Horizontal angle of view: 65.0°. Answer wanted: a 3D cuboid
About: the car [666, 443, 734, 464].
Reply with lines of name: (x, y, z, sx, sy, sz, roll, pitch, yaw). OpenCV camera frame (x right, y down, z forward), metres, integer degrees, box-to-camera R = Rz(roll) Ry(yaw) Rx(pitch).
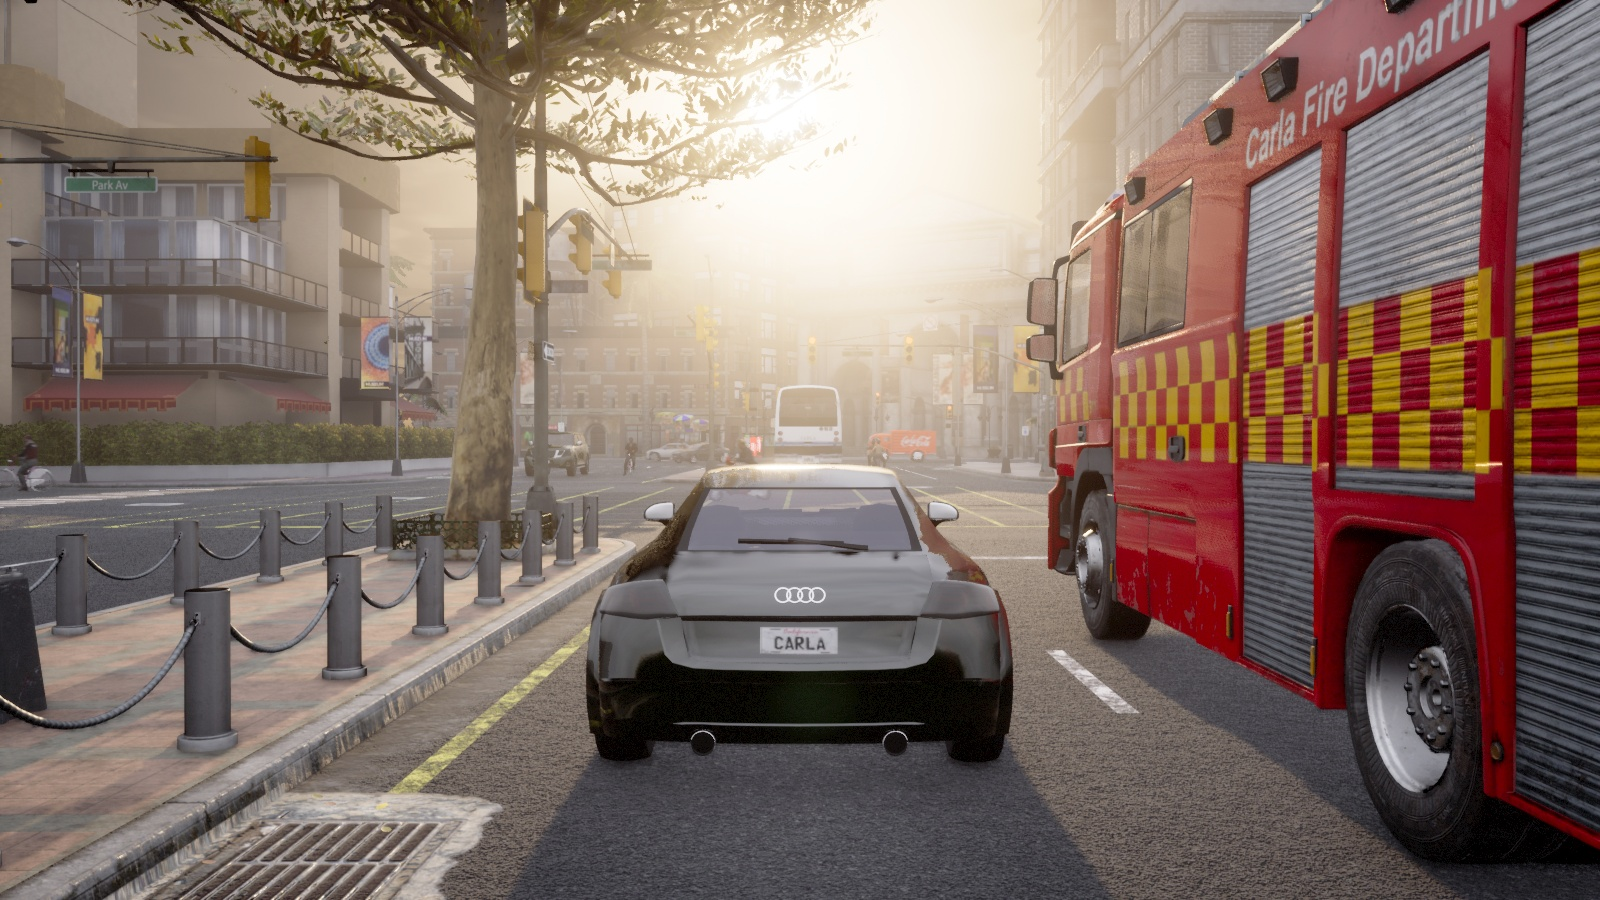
car: (-7.214, 0.234, 90.691, 1.837, 1.490, 4.892, 0, 0, 45)

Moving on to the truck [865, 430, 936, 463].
truck: (7.611, -0.267, 95.754, 5.204, 2.467, 2.627, 1, 0, 1)

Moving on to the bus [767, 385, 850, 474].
bus: (0.433, -0.997, 65.120, 3.944, 4.253, 10.273, 0, 0, 0)

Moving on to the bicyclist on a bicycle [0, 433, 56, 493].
bicyclist on a bicycle: (-23.458, 0.385, 37.715, 1.843, 1.776, 0.659, 0, 0, 0)

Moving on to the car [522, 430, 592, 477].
car: (-11.115, 0.130, 57.873, 2.150, 2.045, 5.566, 0, 0, 0)

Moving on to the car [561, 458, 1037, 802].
car: (0.005, 0.769, 7.352, 1.994, 1.385, 4.181, 0, 0, 0)

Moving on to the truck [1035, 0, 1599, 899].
truck: (3.562, -0.456, 7.201, 2.891, 3.827, 8.468, 0, 0, 0)
